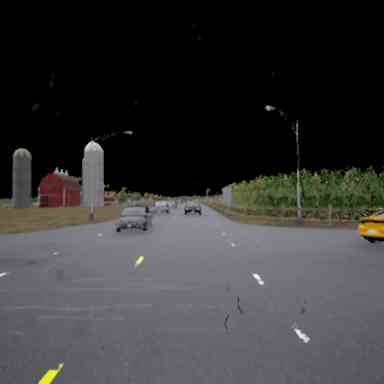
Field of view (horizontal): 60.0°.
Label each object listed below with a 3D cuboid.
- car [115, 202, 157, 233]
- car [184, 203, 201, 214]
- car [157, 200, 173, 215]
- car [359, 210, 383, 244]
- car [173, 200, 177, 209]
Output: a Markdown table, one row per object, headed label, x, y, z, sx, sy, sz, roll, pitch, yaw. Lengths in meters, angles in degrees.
| label | x | y | z | sx | sy | sz | roll | pitch | yaw |
| --- | --- | --- | --- | --- | --- | --- | --- | --- | --- |
| car | -3.615 | 1.659 | 21.470 | 1.837 | 1.490 | 4.892 | -1 | 1 | 0 |
| car | 0.093 | 1.922 | 39.092 | 1.895 | 1.301 | 4.718 | 0 | -1 | 0 |
| car | -3.599 | 1.848 | 39.178 | 1.812 | 1.442 | 4.674 | 0 | -1 | 0 |
| car | 9.067 | 1.296 | 13.278 | 5.008 | 1.535 | 1.882 | -1 | -2 | -20 |
| car | -3.561 | 2.065 | 56.257 | 2.128 | 1.511 | 4.902 | 0 | -1 | 1 |
